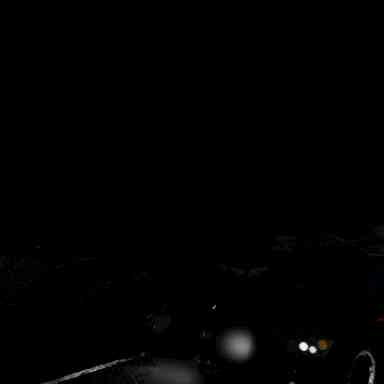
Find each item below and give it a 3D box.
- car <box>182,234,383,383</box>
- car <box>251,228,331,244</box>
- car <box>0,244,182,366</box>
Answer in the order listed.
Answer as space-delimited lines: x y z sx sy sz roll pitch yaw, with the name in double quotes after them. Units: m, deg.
2.178 1.564 4.930 4.181 1.385 1.994 0 0 -35 "car"
2.483 1.582 8.302 4.206 1.307 1.802 0 0 -35 "car"
-1.998 1.566 5.111 4.313 1.339 1.947 0 0 -35 "car"
